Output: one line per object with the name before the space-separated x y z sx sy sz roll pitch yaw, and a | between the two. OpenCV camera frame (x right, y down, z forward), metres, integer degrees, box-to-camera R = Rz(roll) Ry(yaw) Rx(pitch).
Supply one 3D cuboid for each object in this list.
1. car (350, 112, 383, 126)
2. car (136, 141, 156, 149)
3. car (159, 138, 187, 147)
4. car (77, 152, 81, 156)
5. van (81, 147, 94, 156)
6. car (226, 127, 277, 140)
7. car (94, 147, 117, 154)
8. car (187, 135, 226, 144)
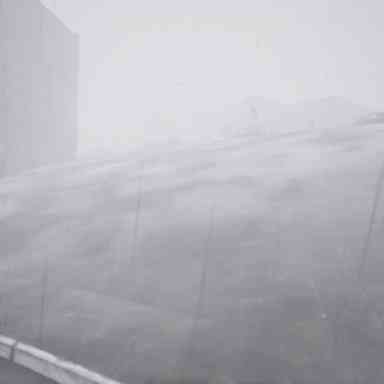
car | 12.890 -4.467 21.605 2.231 1.521 4.892 0 2 -41
car | -5.252 -5.657 42.413 2.185 1.767 4.553 0 2 -41
car | -1.626 -5.448 38.255 2.185 1.767 4.553 0 2 -41
car | -19.743 -6.283 59.031 2.002 1.452 4.674 0 2 -41
van | -16.030 -6.354 54.775 1.878 1.987 4.442 0 2 -41
car | 5.709 -5.018 29.843 2.185 1.767 4.553 0 2 -41
car | -12.491 -5.936 50.714 2.231 1.521 4.892 0 2 -41
car | 2.097 -5.064 33.984 2.002 1.452 4.674 0 2 -41
